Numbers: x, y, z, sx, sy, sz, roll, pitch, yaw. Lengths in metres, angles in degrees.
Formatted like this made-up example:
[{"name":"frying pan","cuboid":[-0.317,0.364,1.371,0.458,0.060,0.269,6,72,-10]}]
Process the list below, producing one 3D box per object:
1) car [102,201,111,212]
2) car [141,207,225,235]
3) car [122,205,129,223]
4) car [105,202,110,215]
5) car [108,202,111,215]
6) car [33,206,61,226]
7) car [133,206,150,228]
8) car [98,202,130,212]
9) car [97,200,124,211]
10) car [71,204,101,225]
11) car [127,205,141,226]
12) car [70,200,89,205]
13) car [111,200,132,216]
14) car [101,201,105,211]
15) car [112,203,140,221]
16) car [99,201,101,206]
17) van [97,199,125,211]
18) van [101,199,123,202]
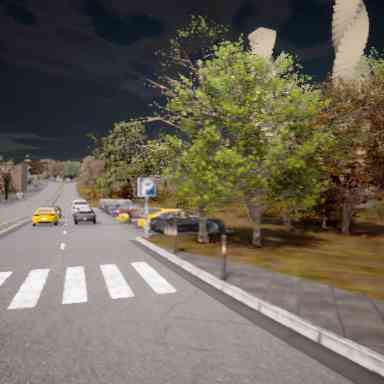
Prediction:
[{"name":"car","cuboid":[-8.927,2.345,43.853,4.792,1.488,2.163,0,-1,-20]},{"name":"car","cuboid":[-0.318,1.865,20.604,4.892,1.521,2.231,0,-1,-20]},{"name":"car","cuboid":[-3.144,2.074,28.362,4.792,1.488,2.163,0,-1,-20]},{"name":"car","cuboid":[-7.941,2.318,41.277,4.674,1.452,2.002,0,-1,-20]},{"name":"car","cuboid":[-6.992,2.278,38.692,4.674,1.452,2.002,0,-1,-20]},{"name":"car","cuboid":[-13.204,2.163,30.195,1.882,1.535,5.008,0,-1,-20]},{"name":"car","cuboid":[-1.271,1.926,23.188,5.008,1.535,2.097,0,-1,-20]},{"name":"car","cuboid":[-12.721,2.424,54.196,4.892,1.521,2.231,0,0,-20]},{"name":"car","cuboid":[-14.597,2.324,59.379,4.553,1.767,2.185,0,0,-20]},{"name":"car","cuboid":[-10.032,2.162,30.945,2.128,1.511,4.902,0,-1,-20]},{"name":"car","cuboid":[-2.213,1.986,25.775,4.892,1.521,2.231,0,-1,-20]},{"name":"car","cuboid":[-14.527,2.088,43.197,2.150,2.045,5.566,0,-1,-20]},{"name":"car","cuboid":[-6.063,2.071,36.094,4.553,1.767,2.185,0,-1,-20]},{"name":"car","cuboid":[-9.824,2.375,46.455,4.792,1.488,2.163,0,-1,-20]},{"name":"car","cuboid":[-4.301,2.095,30.877,5.366,1.575,1.946,0,-1,-20]},{"name":"car","cuboid":[-11.835,2.278,51.724,4.553,1.767,2.185,0,0,-20]},{"name":"van","cuboid":[-13.781,2.215,56.746,4.442,1.987,1.878,0,0,-20]},{"name":"van","cuboid":[-10.698,2.150,49.070,4.442,1.987,1.878,0,0,-20]}]
